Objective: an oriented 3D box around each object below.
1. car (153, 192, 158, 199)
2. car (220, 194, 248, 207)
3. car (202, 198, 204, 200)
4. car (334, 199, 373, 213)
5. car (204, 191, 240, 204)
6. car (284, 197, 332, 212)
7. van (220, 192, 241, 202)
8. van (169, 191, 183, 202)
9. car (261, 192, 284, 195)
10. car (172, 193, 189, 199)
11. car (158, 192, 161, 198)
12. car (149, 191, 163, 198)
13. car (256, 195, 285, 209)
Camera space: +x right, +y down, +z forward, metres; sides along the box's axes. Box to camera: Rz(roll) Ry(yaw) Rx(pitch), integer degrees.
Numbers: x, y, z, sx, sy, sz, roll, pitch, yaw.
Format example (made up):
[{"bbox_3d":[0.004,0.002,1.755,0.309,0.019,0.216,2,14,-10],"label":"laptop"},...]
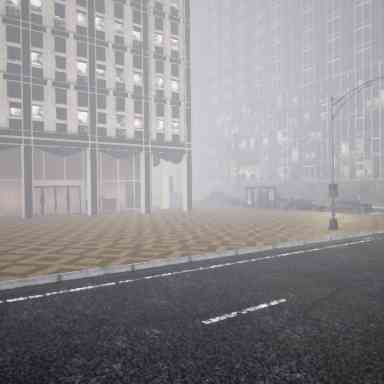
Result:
[{"bbox_3d":[-9.588,1.037,69.459,2.008,1.369,4.403,0,1,-34],"label":"car"},{"bbox_3d":[6.373,1.317,45.949,1.947,1.339,4.313,-1,1,-34],"label":"car"},{"bbox_3d":[3.739,1.040,64.785,1.802,1.307,4.206,-1,1,-34],"label":"car"},{"bbox_3d":[16.800,1.406,35.330,1.994,1.385,4.181,-1,1,-34],"label":"car"},{"bbox_3d":[4.915,0.871,52.780,2.150,2.045,5.566,-1,1,-34],"label":"car"},{"bbox_3d":[12.713,1.422,36.512,1.947,1.339,4.313,-1,1,-34],"label":"car"},{"bbox_3d":[6.940,0.852,60.086,1.690,1.788,3.998,-1,1,-34],"label":"van"},{"bbox_3d":[-3.185,0.935,60.064,1.690,1.788,3.998,0,1,-34],"label":"van"},{"bbox_3d":[10.942,0.969,43.920,2.150,2.045,5.566,-1,1,-34],"label":"car"},{"bbox_3d":[-2.663,0.933,74.178,1.802,1.307,4.206,0,1,-34],"label":"car"},{"bbox_3d":[-5.865,0.612,78.871,2.192,1.841,5.009,0,1,-34],"label":"car"},{"bbox_3d":[-9.066,0.683,83.568,1.967,1.590,4.097,0,1,-34],"label":"car"},{"bbox_3d":[9.526,1.386,41.220,1.802,1.307,4.206,-1,1,-34],"label":"car"}]
